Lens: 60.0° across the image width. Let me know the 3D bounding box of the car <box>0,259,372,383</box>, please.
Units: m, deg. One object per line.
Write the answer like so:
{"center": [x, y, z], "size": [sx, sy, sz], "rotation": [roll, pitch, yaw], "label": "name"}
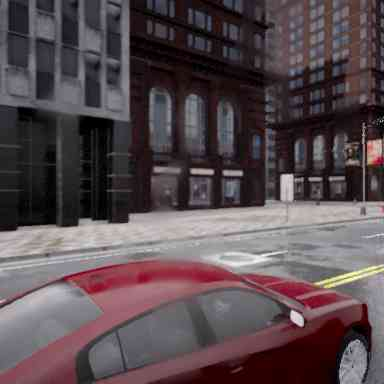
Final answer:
{"center": [-0.132, 1.456, 3.346], "size": [5.008, 1.535, 1.882], "rotation": [-1, 1, -35], "label": "car"}
